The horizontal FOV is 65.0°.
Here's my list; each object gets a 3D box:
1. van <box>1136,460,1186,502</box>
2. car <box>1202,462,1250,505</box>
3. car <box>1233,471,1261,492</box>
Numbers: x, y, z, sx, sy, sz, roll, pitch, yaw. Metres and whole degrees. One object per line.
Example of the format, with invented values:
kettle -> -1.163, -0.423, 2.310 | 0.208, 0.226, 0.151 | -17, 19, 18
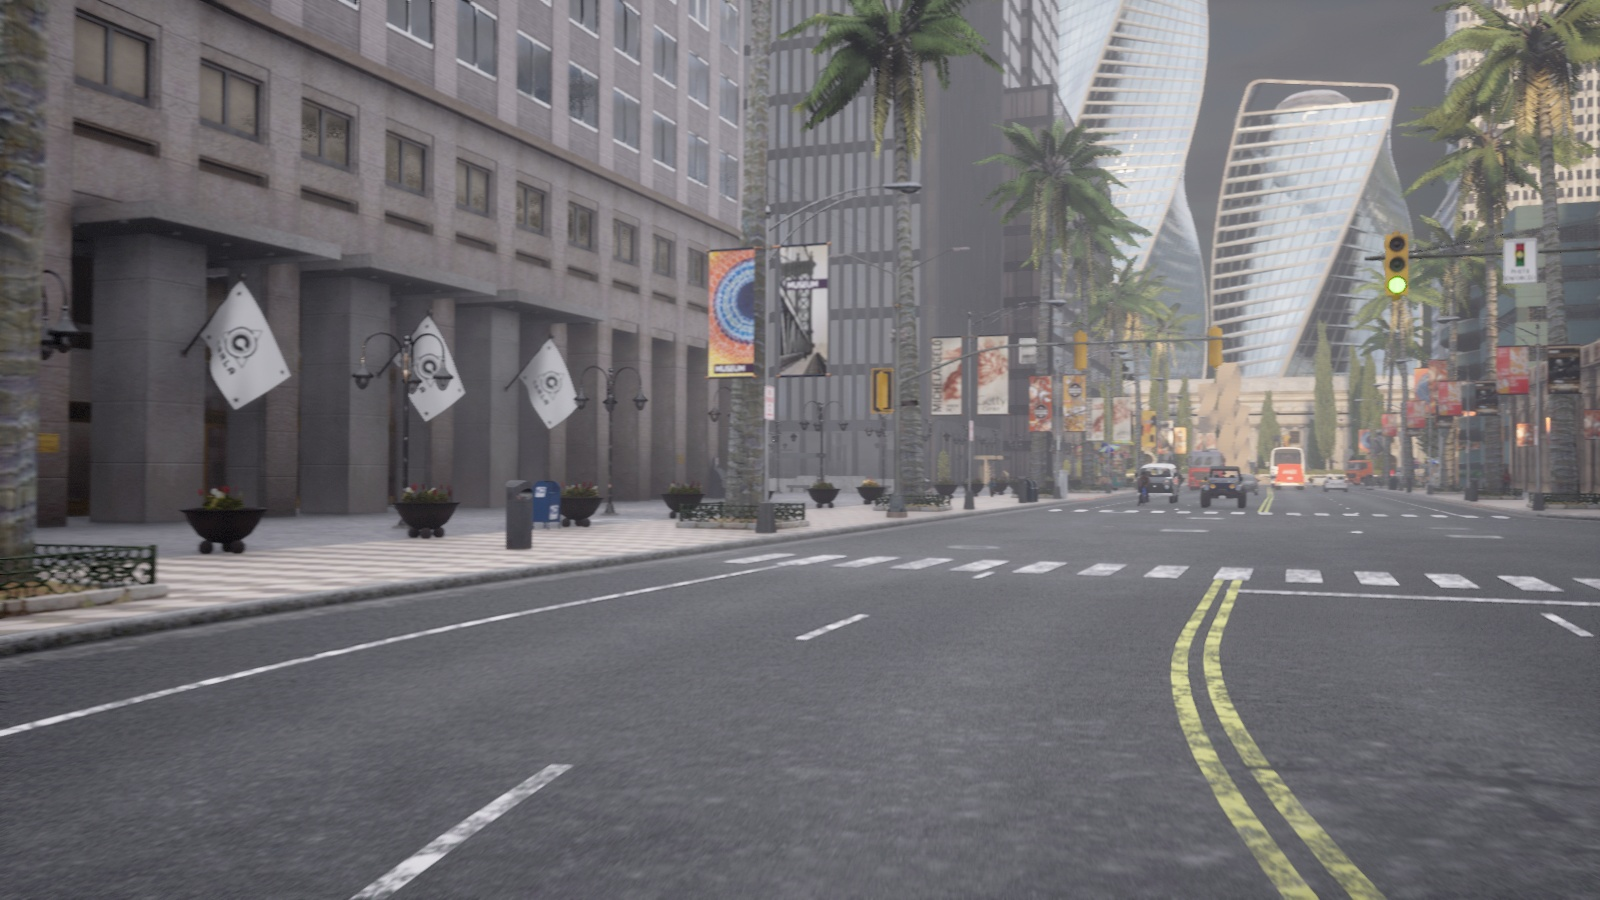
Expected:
van -> 18.732, 1.566, 65.106 | 2.069, 2.038, 4.480 | -1, 0, 21
car -> 19.555, 1.518, 57.530 | 1.905, 1.878, 3.866 | -1, -1, 21
car -> 31.740, 2.220, 89.099 | 1.837, 1.490, 4.892 | -1, -1, 21
